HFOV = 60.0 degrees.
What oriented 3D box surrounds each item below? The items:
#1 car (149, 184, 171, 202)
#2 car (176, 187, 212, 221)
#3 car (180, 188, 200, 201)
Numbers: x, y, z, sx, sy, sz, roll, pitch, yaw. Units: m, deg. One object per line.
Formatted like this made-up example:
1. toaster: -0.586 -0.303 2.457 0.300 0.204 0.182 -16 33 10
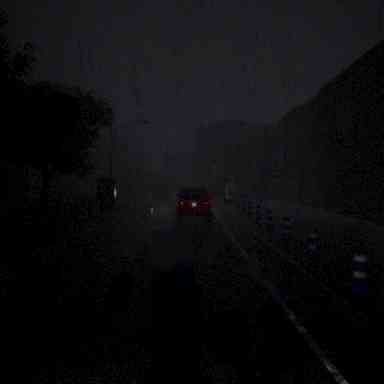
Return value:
1. car: -3.677 0.079 38.805 2.150 2.045 5.566 0 2 -3
2. car: 0.113 0.697 21.662 2.150 2.045 5.566 0 2 0
3. car: -0.374 0.237 42.353 2.128 1.511 4.902 0 2 -6
